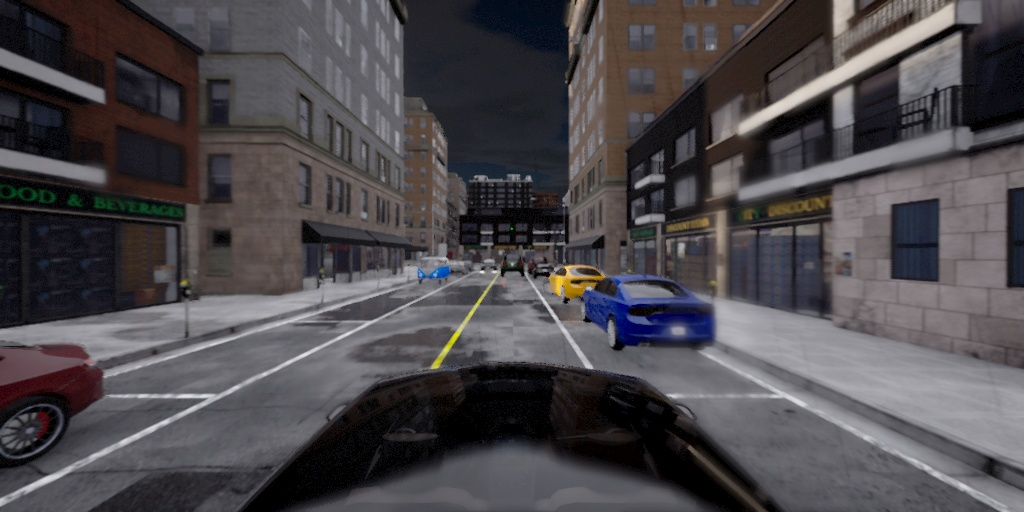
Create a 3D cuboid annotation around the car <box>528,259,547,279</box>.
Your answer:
[{"bbox_3d":[2.629,1.172,30.584,1.948,1.339,4.313,0,0,0],"label":"car"}]

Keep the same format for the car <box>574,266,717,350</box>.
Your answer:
[{"bbox_3d":[3.013,1.191,8.968,1.882,1.535,5.008,0,0,0],"label":"car"}]

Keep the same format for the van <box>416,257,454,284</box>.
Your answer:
[{"bbox_3d":[-5.395,0.975,24.920,1.690,1.789,3.998,0,0,0],"label":"van"}]

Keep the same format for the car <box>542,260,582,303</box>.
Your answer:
[{"bbox_3d":[2.876,1.155,16.254,1.882,1.535,5.008,0,0,-5],"label":"car"}]

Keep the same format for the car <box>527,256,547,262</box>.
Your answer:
[{"bbox_3d":[2.627,0.893,36.246,2.192,1.841,5.009,0,0,0],"label":"car"}]

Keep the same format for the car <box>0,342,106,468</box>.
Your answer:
[{"bbox_3d":[-5.388,1.329,2.273,1.802,1.307,4.207,0,0,0],"label":"car"}]

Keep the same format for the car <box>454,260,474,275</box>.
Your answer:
[{"bbox_3d":[-5.398,1.129,36.244,2.007,1.370,4.403,0,0,0],"label":"car"}]

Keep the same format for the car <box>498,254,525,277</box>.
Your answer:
[{"bbox_3d":[0.055,0.813,33.681,2.150,2.045,5.566,0,0,0],"label":"car"}]

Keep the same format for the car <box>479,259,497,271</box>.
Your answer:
[{"bbox_3d":[-2.779,1.066,44.027,1.812,1.442,4.674,0,0,0],"label":"car"}]
